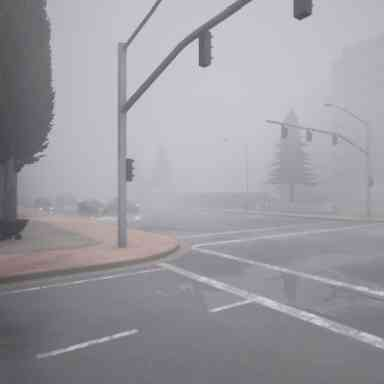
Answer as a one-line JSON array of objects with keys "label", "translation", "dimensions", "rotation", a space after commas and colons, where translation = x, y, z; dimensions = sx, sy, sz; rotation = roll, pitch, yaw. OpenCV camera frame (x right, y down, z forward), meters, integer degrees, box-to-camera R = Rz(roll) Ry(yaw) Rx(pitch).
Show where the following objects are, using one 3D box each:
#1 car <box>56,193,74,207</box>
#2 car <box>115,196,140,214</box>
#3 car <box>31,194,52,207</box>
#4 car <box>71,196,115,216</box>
[{"label": "car", "translation": [-19.959, 1.198, 52.791], "dimensions": [2.150, 2.045, 5.566], "rotation": [0, 0, -36]}, {"label": "car", "translation": [-7.243, 1.342, 34.880], "dimensions": [2.097, 1.767, 4.553], "rotation": [0, 0, -36]}, {"label": "car", "translation": [-22.550, 1.503, 50.391], "dimensions": [1.837, 1.490, 4.892], "rotation": [0, 0, -35]}, {"label": "car", "translation": [-9.683, 1.484, 32.274], "dimensions": [2.128, 1.511, 4.902], "rotation": [0, 0, -36]}]
